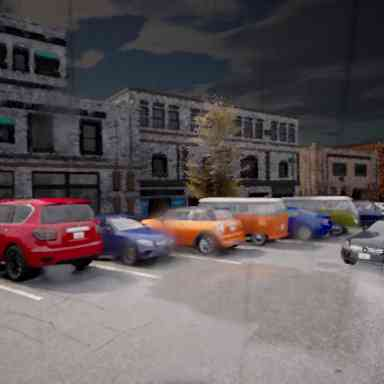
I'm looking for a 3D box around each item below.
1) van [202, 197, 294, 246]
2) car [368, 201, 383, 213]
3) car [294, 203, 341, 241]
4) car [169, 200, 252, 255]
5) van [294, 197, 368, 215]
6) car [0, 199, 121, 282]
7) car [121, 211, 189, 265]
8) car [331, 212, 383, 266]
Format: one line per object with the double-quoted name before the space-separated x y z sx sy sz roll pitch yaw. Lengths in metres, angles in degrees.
"van" 2.010 1.258 15.158 4.442 1.987 1.878 -1 -1 35
"car" 11.641 1.374 21.926 4.553 1.767 2.185 -1 -1 35
"car" 4.502 1.484 16.790 5.008 1.535 2.097 -1 -1 35
"car" -0.257 1.355 13.372 4.553 1.767 2.185 -1 0 35
"van" 6.984 1.260 18.439 4.442 1.987 1.878 -1 -1 35
"car" -5.084 1.233 10.001 5.566 2.045 2.435 -1 0 35
"car" -2.666 1.522 11.691 4.674 1.452 2.002 -1 -1 35
"car" 6.676 1.524 10.578 4.674 1.442 1.812 0 0 -35
